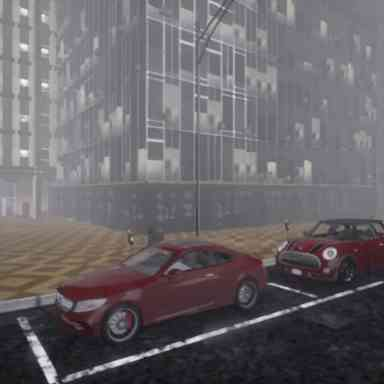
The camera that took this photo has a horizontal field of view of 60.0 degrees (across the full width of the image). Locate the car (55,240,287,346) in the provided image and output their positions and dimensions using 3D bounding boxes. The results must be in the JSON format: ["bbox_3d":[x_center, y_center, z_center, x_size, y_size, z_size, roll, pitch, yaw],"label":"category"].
[{"bbox_3d":[-0.342,1.612,6.323,4.206,1.307,1.802,1,-1,-35],"label":"car"}]

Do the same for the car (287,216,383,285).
[{"bbox_3d":[4.287,1.523,9.624,4.097,1.590,1.967,1,-1,-35],"label":"car"}]
